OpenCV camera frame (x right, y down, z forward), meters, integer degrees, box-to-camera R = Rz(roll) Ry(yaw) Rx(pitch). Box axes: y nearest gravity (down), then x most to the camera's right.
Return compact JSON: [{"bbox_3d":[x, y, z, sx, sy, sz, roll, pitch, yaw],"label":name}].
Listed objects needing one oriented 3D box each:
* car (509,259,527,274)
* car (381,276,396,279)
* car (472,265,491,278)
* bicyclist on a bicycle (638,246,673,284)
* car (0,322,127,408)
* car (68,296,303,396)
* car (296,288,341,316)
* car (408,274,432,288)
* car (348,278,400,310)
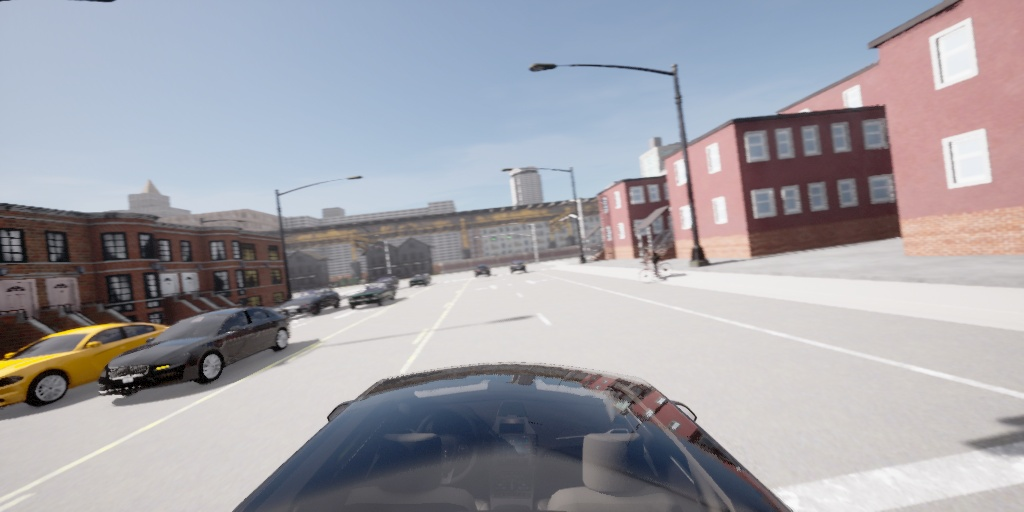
[{"bbox_3d":[0.730,1.190,41.502,2.128,1.511,4.902,-7,0,1],"label":"car"},{"bbox_3d":[-13.436,2.969,38.651,2.128,1.511,4.902,-7,0,-4],"label":"car"},{"bbox_3d":[-3.645,1.776,43.412,1.812,1.442,4.674,-7,0,-10],"label":"car"},{"bbox_3d":[6.343,0.330,16.155,1.656,1.620,0.582,-16,1,-4],"label":"bicyclist on a bicycle"},{"bbox_3d":[-11.331,2.653,9.512,1.882,1.535,5.008,-7,0,-5],"label":"car"},{"bbox_3d":[-7.853,2.243,9.537,1.837,1.490,4.892,-7,0,-5],"label":"car"},{"bbox_3d":[-12.283,2.802,22.157,2.128,1.511,4.902,-7,0,-4],"label":"car"},{"bbox_3d":[-9.966,2.696,39.141,1.895,1.301,4.718,-7,0,-4],"label":"car"},{"bbox_3d":[-8.858,2.482,23.103,1.895,1.301,4.718,-7,0,-4],"label":"car"}]
